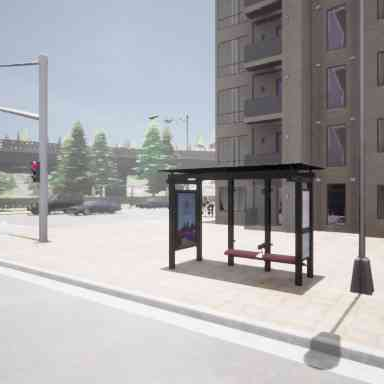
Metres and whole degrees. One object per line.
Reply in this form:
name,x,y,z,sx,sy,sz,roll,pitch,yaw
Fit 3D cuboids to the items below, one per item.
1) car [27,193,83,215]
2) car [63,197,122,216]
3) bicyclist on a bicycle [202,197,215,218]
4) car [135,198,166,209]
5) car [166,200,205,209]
car,-13.294,1.166,32.962,2.150,2.045,5.566,0,0,37
car,-9.361,1.492,32.414,2.033,1.411,5.357,0,0,37
bicyclist on a bicycle,1.253,1.245,26.671,1.656,1.620,0.582,0,0,36
car,-4.840,1.491,43.555,2.033,1.411,5.357,0,0,43
car,-0.600,1.545,42.763,4.718,1.301,1.895,0,0,-41
